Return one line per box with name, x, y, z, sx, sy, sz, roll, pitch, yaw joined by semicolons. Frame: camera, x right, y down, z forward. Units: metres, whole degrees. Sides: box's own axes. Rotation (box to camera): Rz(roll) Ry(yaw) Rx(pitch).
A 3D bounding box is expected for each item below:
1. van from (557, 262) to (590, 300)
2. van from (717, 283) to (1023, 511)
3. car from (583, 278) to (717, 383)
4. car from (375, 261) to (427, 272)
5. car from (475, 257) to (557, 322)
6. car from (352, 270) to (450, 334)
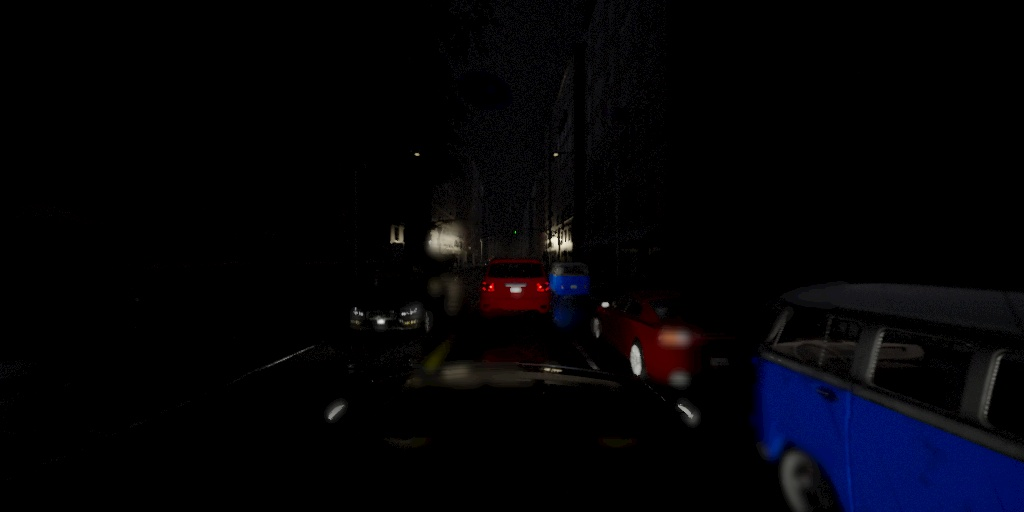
van;2.872;1.207;18.451;1.690;1.789;3.998;0;0;0
van;2.855;1.089;1.469;1.690;1.789;3.998;0;0;0
car;2.861;1.334;7.130;1.888;1.381;4.507;0;0;0
car;-5.652;1.180;18.419;2.192;1.841;5.009;0;0;0
car;0.114;1.053;12.853;2.150;2.045;5.566;0;0;0
car;-3.087;1.320;10.890;1.837;1.490;4.892;0;-1;0
